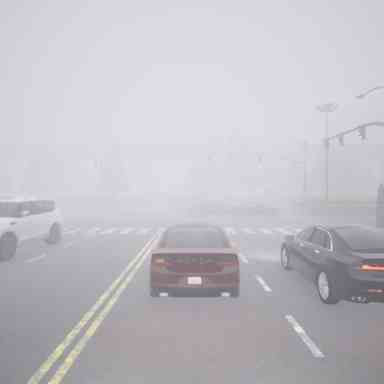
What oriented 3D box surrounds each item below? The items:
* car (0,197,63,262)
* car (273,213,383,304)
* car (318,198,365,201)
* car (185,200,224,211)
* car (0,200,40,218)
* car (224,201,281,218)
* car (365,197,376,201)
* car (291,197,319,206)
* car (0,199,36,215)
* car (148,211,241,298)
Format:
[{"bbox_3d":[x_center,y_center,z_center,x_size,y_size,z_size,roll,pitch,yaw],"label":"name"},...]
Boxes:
[{"bbox_3d":[-6.873,1.219,12.517,2.150,2.045,5.566,0,0,3],"label":"car"},{"bbox_3d":[3.555,1.503,8.078,1.837,1.490,4.892,0,0,0],"label":"car"},{"bbox_3d":[17.974,1.555,40.087,4.181,1.385,1.994,0,0,0],"label":"car"},{"bbox_3d":[2.008,1.540,32.945,5.357,1.411,2.033,0,0,0],"label":"car"},{"bbox_3d":[-16.452,1.485,29.515,4.902,1.511,2.128,0,0,0],"label":"car"},{"bbox_3d":[5.449,1.519,29.432,4.674,1.442,1.812,0,0,0],"label":"car"},{"bbox_3d":[20.490,1.538,43.577,5.357,1.411,2.033,0,0,0],"label":"car"},{"bbox_3d":[16.571,1.495,47.090,4.892,1.490,1.837,0,0,0],"label":"car"},{"bbox_3d":[-18.406,1.484,33.023,4.902,1.511,2.128,0,0,0],"label":"car"},{"bbox_3d":[0.057,1.476,8.591,1.882,1.535,5.008,0,0,0],"label":"car"}]
